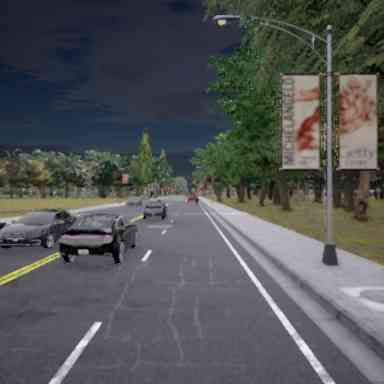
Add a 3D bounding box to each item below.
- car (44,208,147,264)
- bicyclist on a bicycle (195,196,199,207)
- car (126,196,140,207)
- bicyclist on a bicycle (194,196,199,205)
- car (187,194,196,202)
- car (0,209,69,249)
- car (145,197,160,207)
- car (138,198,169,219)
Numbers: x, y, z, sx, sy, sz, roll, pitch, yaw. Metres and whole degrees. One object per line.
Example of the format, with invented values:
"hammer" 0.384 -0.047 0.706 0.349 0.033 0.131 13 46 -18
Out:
"car" -3.145 1.531 12.056 2.128 1.511 4.902 0 0 0
"bicyclist on a bicycle" 0.909 1.572 55.669 0.659 1.776 1.843 0 0 0
"car" -9.789 1.557 56.160 2.097 1.767 4.553 0 0 0
"bicyclist on a bicycle" 0.920 1.679 65.688 0.866 1.612 1.509 0 0 0
"car" 0.023 1.466 81.187 2.150 2.045 5.566 0 0 0
"car" -6.595 1.554 14.834 1.837 1.490 4.892 0 0 0
"car" -6.539 1.682 56.033 1.882 1.535 5.008 0 0 0
"car" -3.140 1.592 29.534 2.128 1.511 4.902 0 0 0
